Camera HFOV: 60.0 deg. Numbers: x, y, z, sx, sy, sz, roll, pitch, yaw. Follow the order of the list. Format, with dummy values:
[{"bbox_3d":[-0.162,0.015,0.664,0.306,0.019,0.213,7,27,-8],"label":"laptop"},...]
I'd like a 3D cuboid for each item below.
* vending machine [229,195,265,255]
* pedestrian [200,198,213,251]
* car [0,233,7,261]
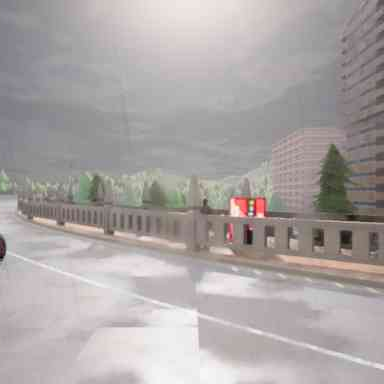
[{"bbox_3d":[2.066,1.186,12.418,0.880,2.100,1.100,0,0,41],"label":"vending machine"},{"bbox_3d":[0.484,1.131,11.808,0.375,1.860,0.375,0,0,41],"label":"pedestrian"},{"bbox_3d":[-7.847,1.542,11.197,4.181,1.385,1.994,0,0,44],"label":"car"}]
